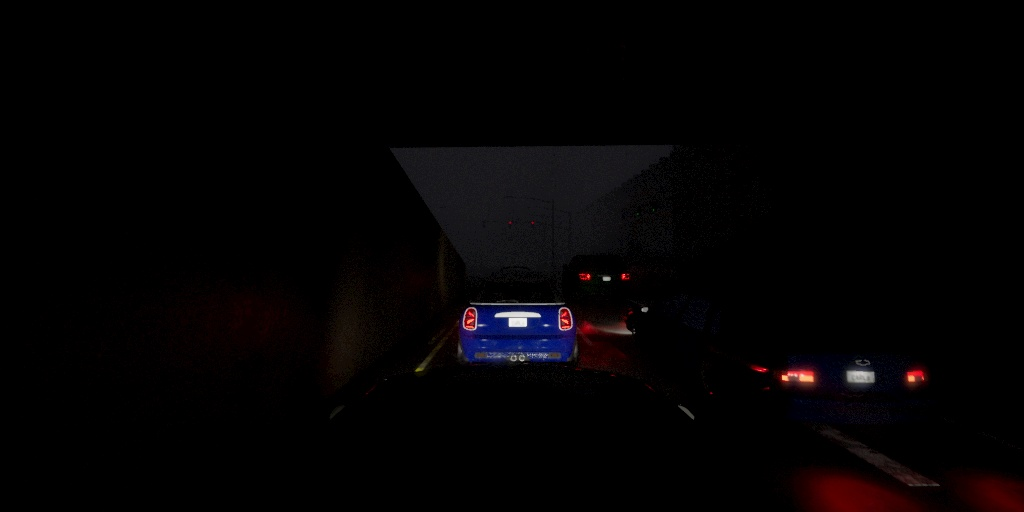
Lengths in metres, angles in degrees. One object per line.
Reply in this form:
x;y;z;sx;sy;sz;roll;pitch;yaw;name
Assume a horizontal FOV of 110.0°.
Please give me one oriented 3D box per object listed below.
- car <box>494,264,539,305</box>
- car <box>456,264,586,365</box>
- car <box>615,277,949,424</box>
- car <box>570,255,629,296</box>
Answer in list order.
0.136;1.228;17.267;1.882;1.535;5.008;0;0;-1;car
0.108;1.102;7.984;2.097;1.767;4.553;0;0;0;car
3.612;1.297;6.212;2.033;1.411;5.357;0;0;0;car
3.649;0.971;16.458;2.150;2.045;5.566;0;0;0;car
